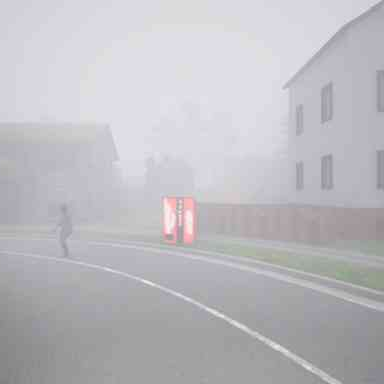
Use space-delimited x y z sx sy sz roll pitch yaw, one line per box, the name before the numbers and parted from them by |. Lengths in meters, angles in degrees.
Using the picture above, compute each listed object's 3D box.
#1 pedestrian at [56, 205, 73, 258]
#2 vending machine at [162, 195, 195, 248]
pedestrian | -4.255 1.294 11.272 0.375 1.860 0.375 0 0 33
vending machine | -0.548 1.195 14.005 0.880 2.100 1.100 0 0 38
